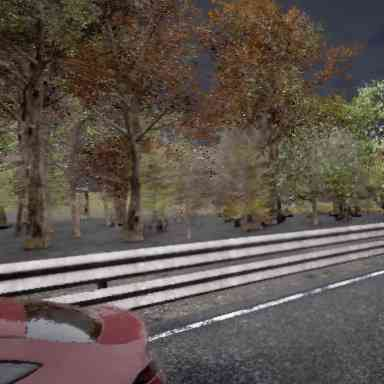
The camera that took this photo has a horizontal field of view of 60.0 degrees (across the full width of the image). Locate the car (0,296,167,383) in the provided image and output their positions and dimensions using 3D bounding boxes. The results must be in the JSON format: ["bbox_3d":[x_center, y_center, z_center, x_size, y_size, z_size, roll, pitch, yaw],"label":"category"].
[{"bbox_3d":[-2.366,1.527,1.982,4.674,1.442,1.812,0,0,-36],"label":"car"}]
